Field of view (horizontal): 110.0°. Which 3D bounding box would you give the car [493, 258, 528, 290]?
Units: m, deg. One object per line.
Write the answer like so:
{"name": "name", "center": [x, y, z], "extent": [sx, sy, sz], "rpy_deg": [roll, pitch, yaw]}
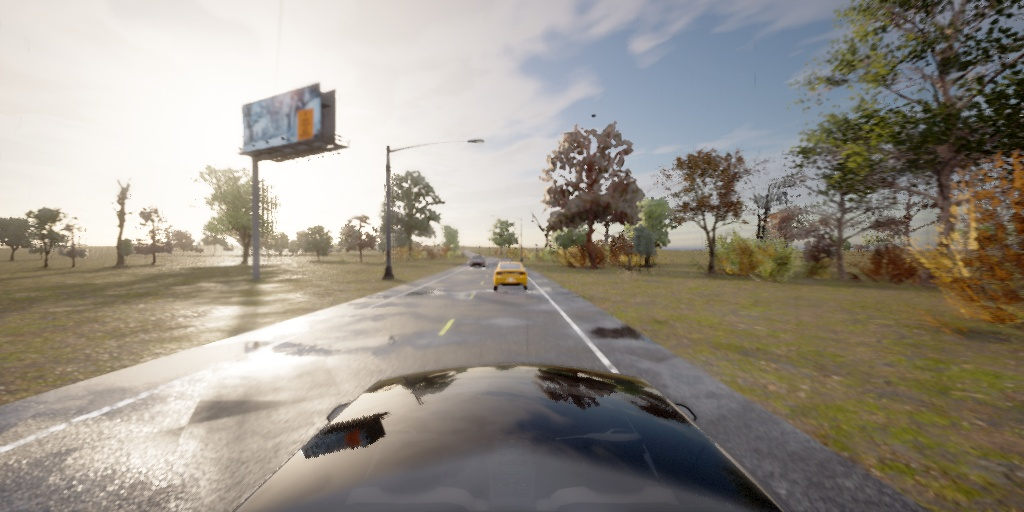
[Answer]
{"name": "car", "center": [-0.110, 1.081, 21.349], "extent": [1.882, 1.535, 5.008], "rpy_deg": [0, 0, -1]}

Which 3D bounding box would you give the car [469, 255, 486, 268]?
{"name": "car", "center": [-4.745, 0.732, 49.749], "extent": [2.097, 1.767, 4.553], "rpy_deg": [0, 0, -2]}
